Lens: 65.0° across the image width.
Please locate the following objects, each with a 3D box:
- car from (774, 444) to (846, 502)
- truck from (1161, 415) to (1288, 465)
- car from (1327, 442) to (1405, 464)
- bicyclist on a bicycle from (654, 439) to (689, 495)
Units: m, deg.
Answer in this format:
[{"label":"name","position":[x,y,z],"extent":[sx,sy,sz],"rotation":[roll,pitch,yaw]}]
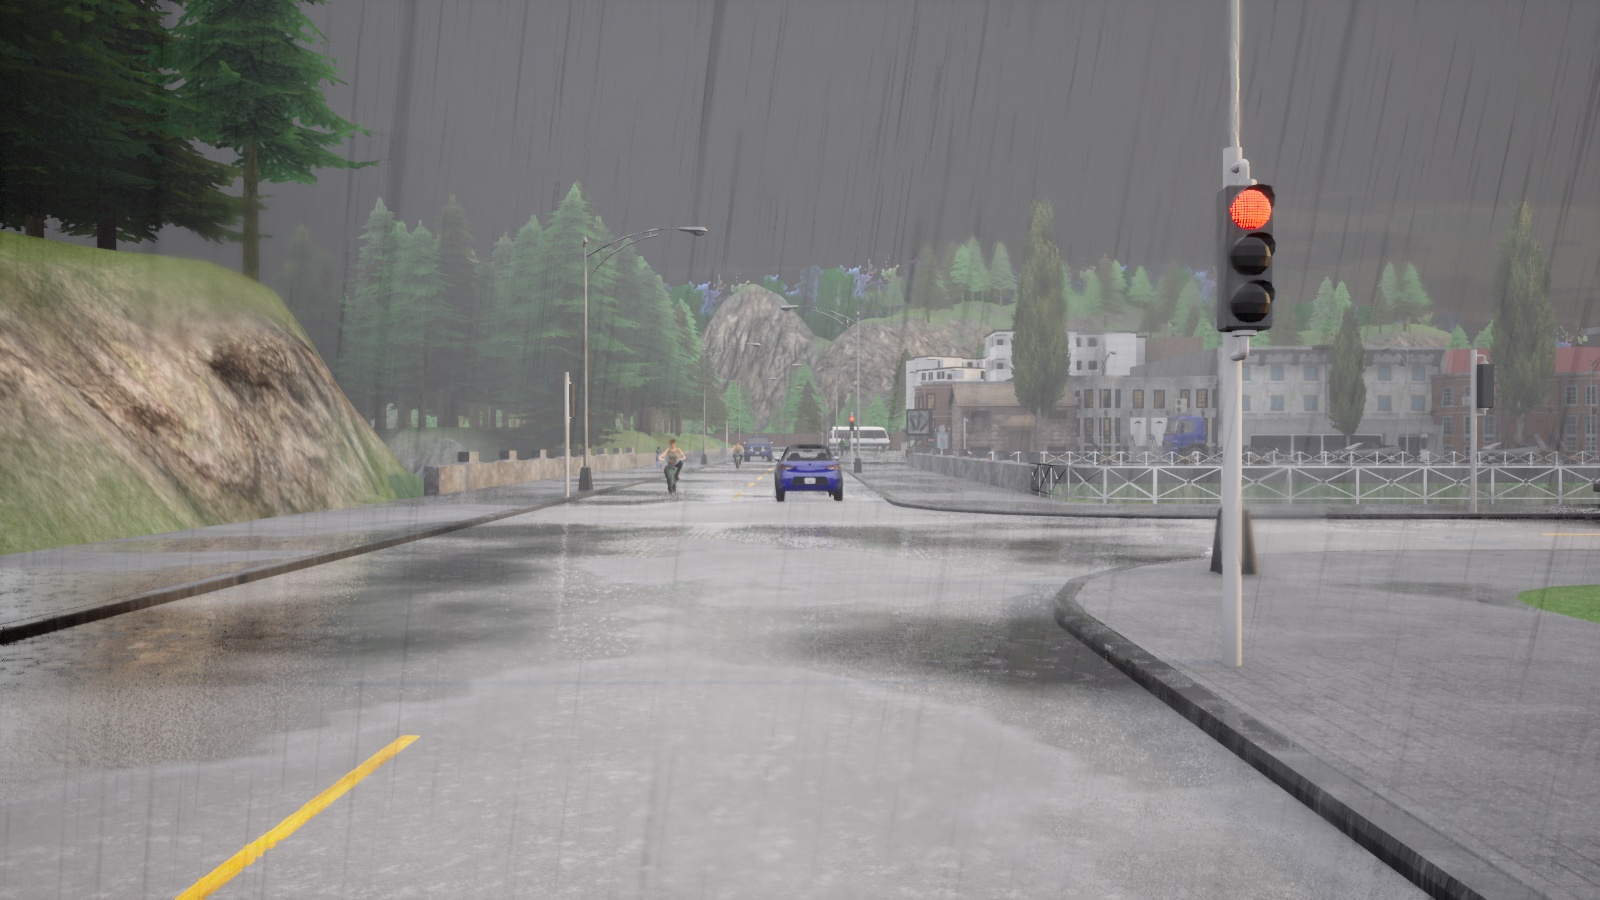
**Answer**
[{"label":"car","position":[0.201,0.569,33.906],"extent":[1.816,1.474,4.193],"rotation":[0,0,-1]},{"label":"truck","position":[29.648,-0.708,87.929],"extent":[7.936,3.462,2.891],"rotation":[0,0,0]},{"label":"car","position":[39.593,0.229,87.885],"extent":[4.514,1.525,2.007],"rotation":[0,0,0]},{"label":"bicyclist on a bicycle","position":[-3.773,0.471,37.074],"extent":[0.866,1.612,1.509],"rotation":[0,1,0]}]
